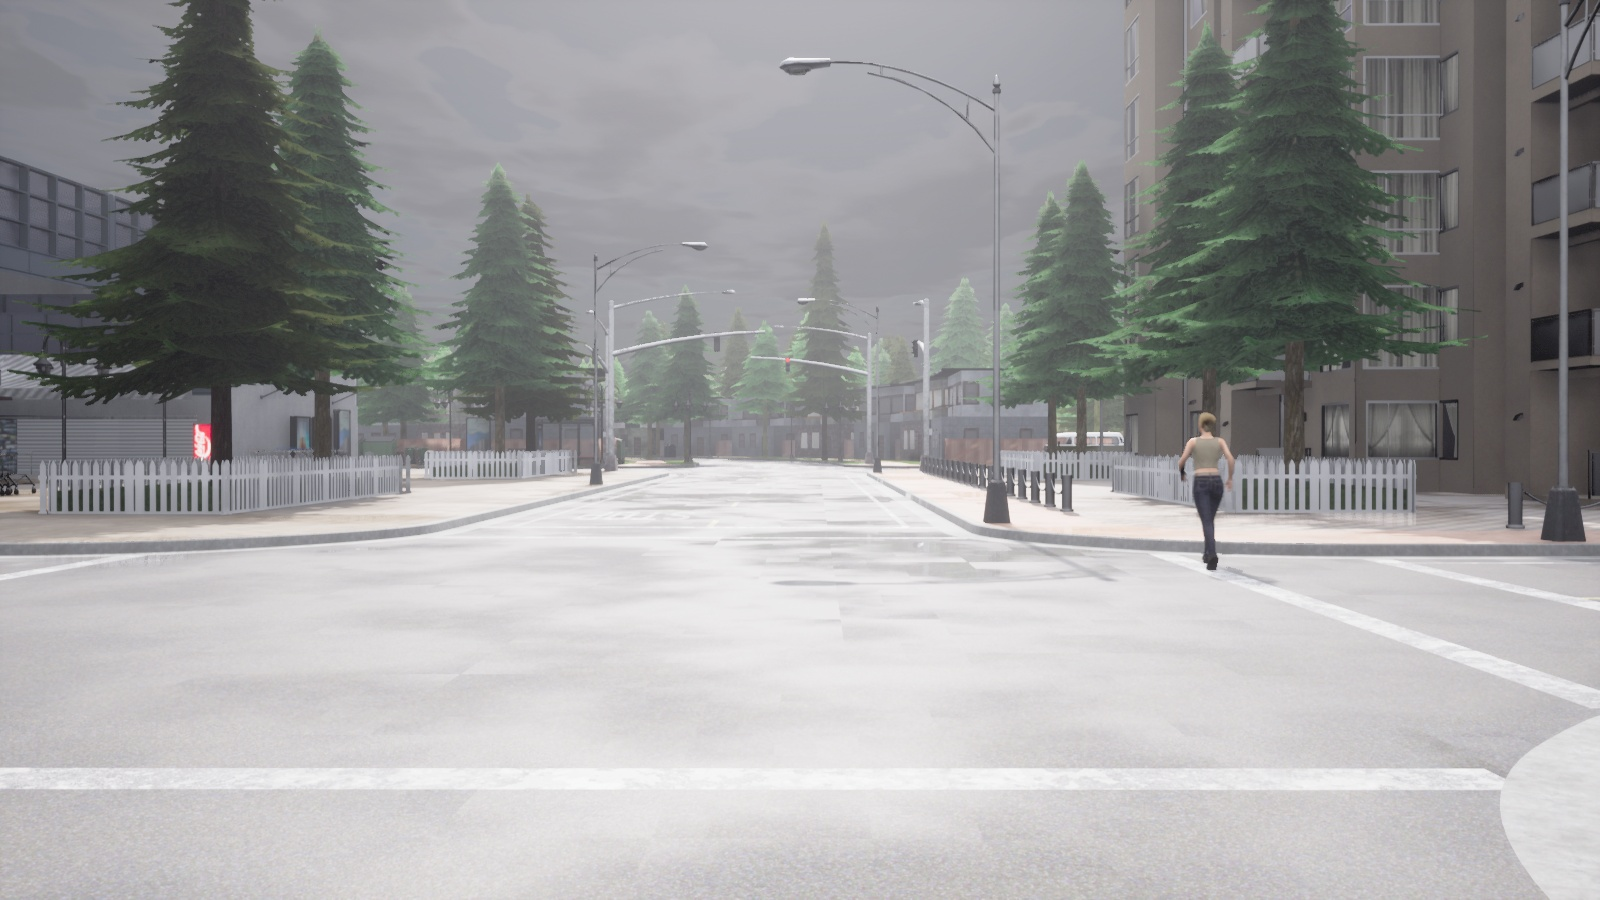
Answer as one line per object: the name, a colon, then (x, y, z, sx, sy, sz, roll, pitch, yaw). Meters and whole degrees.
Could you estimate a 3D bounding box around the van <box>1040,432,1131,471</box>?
van: (15.394, 0.079, 67.944, 4.480, 2.038, 2.069, 0, 0, 2)

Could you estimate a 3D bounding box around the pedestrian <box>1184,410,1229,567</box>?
pedestrian: (4.819, 0.446, 14.901, 0.345, 1.836, 0.594, 0, 0, 1)
